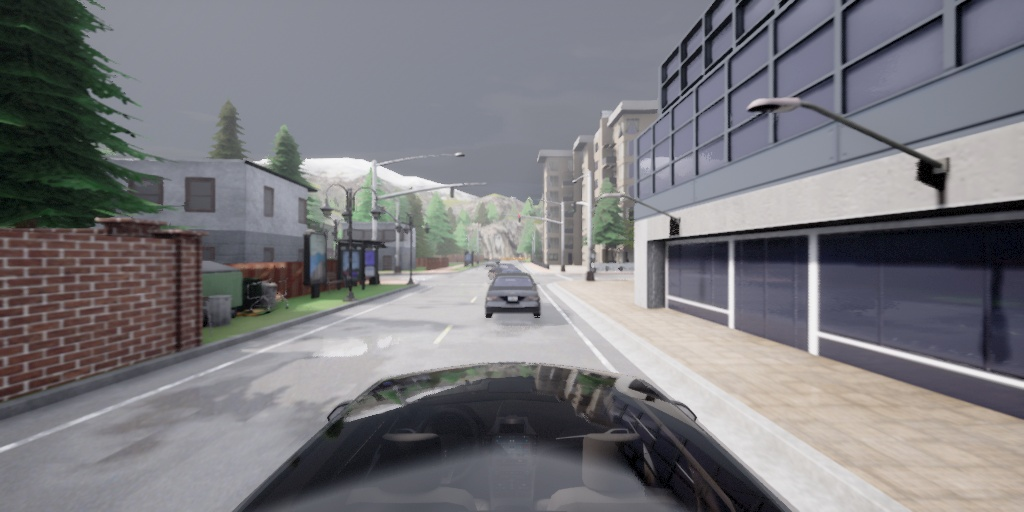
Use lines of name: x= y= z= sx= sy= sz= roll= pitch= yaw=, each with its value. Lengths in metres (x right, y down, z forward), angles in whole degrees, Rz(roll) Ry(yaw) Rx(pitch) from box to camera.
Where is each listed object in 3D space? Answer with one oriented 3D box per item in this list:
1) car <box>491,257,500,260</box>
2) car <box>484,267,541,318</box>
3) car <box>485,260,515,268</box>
car: x=-3.521 y=1.330 z=61.336 sx=1.895 sy=1.301 sz=4.718 roll=0 pitch=0 yaw=1
car: x=0.046 y=1.294 z=13.025 sx=2.033 sy=1.411 sz=5.357 roll=0 pitch=0 yaw=1
car: x=-0.666 y=1.288 z=27.918 sx=2.033 sy=1.411 sz=5.357 roll=0 pitch=0 yaw=-13
